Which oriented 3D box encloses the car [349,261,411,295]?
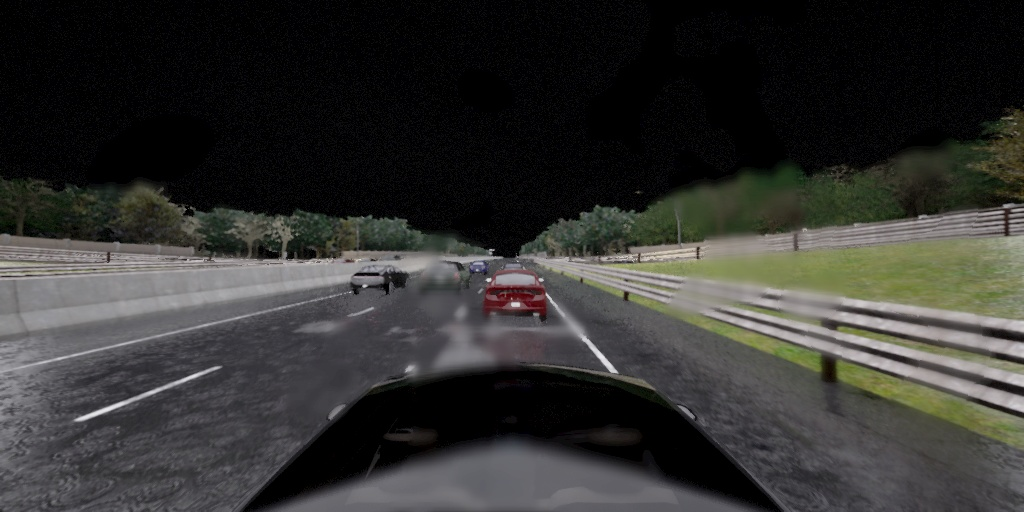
[{"bbox_3d":[-6.895,1.198,19.245,2.128,1.511,4.902,0,0,0],"label":"car"}]

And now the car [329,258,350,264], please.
[{"bbox_3d":[-24.551,1.080,51.823,1.882,1.535,5.008,0,0,0],"label":"car"}]

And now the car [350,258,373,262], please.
[{"bbox_3d":[-21.056,1.107,51.853,1.837,1.490,4.892,0,0,0],"label":"car"}]

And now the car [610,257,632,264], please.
[{"bbox_3d":[18.341,0.768,60.380,1.994,1.385,4.181,0,-2,-17],"label":"car"}]

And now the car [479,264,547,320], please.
[{"bbox_3d":[0.104,1.202,12.479,1.882,1.535,5.008,0,0,0],"label":"car"}]

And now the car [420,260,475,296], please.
[{"bbox_3d":[-3.395,1.059,19.231,2.097,1.767,4.553,0,0,0],"label":"car"}]

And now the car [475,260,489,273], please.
[{"bbox_3d":[-3.390,1.179,37.277,1.812,1.442,4.674,0,0,0],"label":"car"}]

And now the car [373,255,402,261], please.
[{"bbox_3d":[-17.558,0.824,51.790,2.150,2.045,5.566,0,0,0],"label":"car"}]

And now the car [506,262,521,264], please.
[{"bbox_3d":[0.107,1.222,30.625,2.033,1.411,5.357,0,0,0],"label":"car"}]
